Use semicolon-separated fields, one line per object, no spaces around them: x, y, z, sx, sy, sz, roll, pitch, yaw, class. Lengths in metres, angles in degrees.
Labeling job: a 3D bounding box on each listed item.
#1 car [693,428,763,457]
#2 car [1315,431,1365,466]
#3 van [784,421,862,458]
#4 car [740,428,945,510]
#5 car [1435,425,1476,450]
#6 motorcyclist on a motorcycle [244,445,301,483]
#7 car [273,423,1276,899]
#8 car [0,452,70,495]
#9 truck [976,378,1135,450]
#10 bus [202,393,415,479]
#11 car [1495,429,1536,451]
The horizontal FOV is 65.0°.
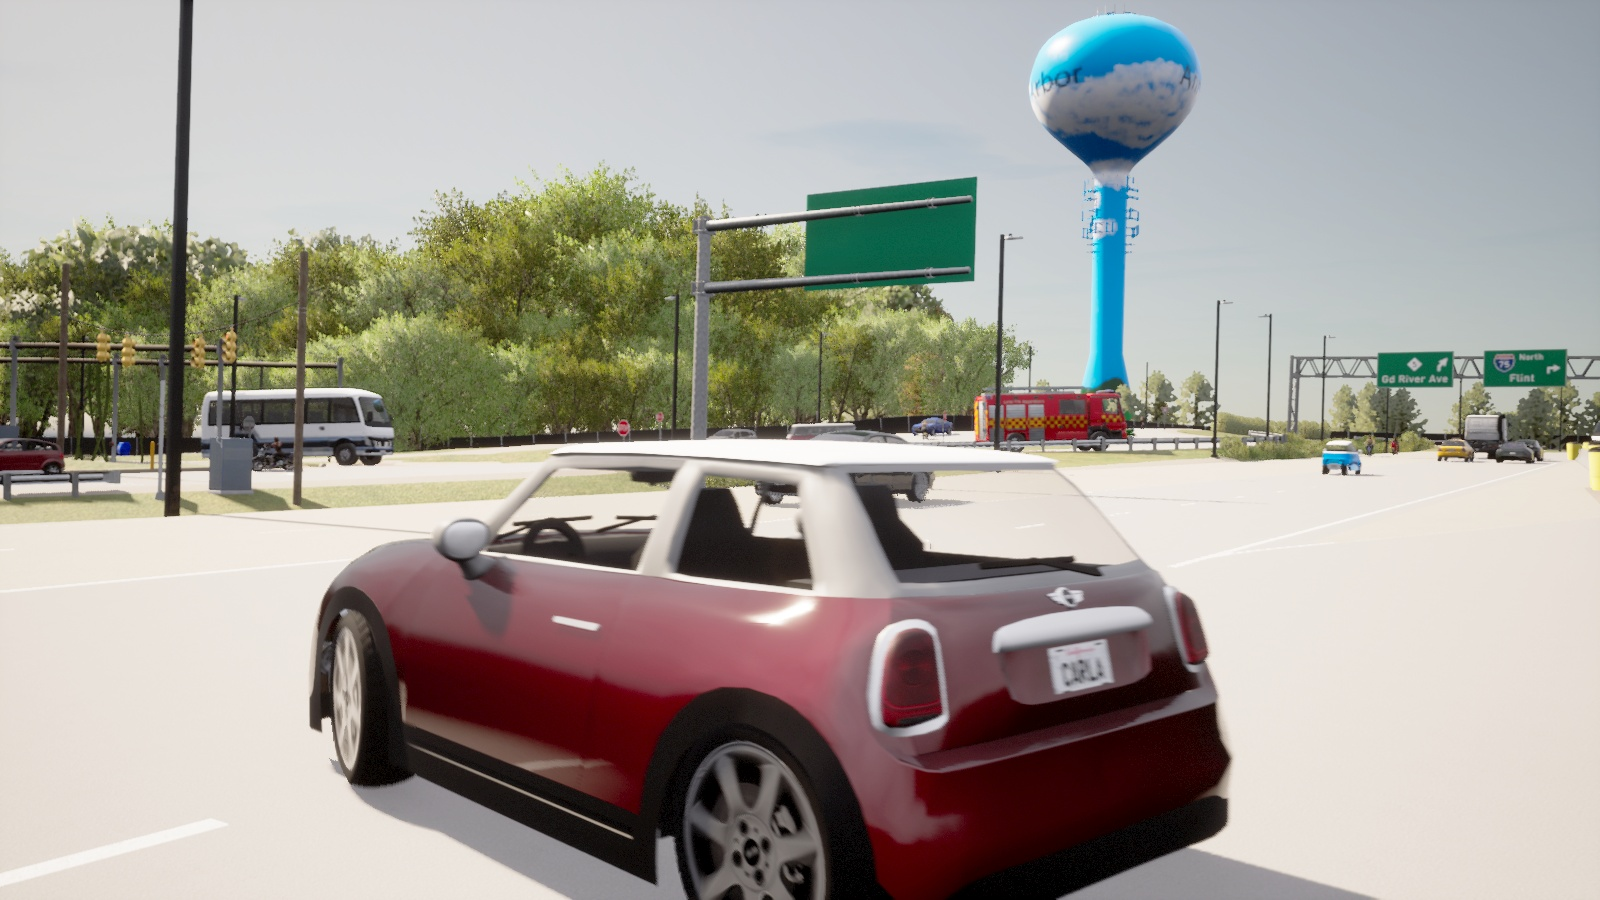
-4.751;-0.514;83.647;2.242;1.667;4.611;0;3;34;car
21.945;-0.089;51.011;1.481;1.376;2.207;0;2;34;car
1.359;-0.594;75.079;4.442;1.987;1.775;-3;0;-4;van
1.016;0.314;26.027;1.882;1.535;5.008;0;1;34;car
43.408;-0.831;83.083;1.801;1.575;5.366;0;1;34;car
-24.139;0.626;57.456;0.766;1.649;2.350;0;2;33;motorcyclist on a motorcycle
-0.393;0.655;5.004;1.970;1.475;3.806;-1;1;-43;car
-30.299;0.898;48.005;1.789;1.549;3.705;0;1;33;car
14.861;-2.056;73.302;8.468;3.827;2.891;-2;1;-7;truck
-27.096;-0.729;69.428;10.273;4.253;3.944;-2;-1;9;bus
45.706;-0.665;80.222;1.994;1.385;4.181;0;1;34;car
